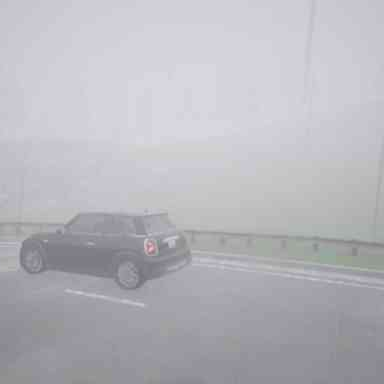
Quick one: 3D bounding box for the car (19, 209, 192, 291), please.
[{"bbox_3d":[-2.368,1.238,8.795,4.553,1.767,2.097,0,1,27],"label":"car"}]
